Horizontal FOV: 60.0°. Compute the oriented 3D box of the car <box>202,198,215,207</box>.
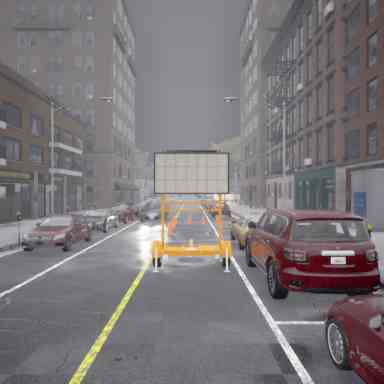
[{"bbox_3d":[2.570,1.596,52.513,1.802,1.307,4.206,0,0,0],"label":"car"}]

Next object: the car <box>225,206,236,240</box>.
[{"bbox_3d":[2.616,1.525,14.054,1.752,1.417,4.829,0,0,0],"label":"car"}]

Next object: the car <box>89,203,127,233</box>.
[{"bbox_3d":[-5.412,1.551,19.389,2.008,1.369,4.403,0,0,0],"label":"car"}]

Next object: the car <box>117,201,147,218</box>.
[{"bbox_3d":[-5.426,1.567,30.426,1.947,1.339,4.313,0,0,0],"label":"car"}]

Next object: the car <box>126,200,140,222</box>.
[{"bbox_3d":[-5.419,1.545,24.908,1.887,1.381,4.507,0,0,0],"label":"car"}]

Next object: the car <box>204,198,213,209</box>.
[{"bbox_3d":[2.591,1.584,35.958,1.802,1.307,4.206,0,0,0],"label":"car"}]

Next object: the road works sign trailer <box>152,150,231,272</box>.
[{"bbox_3d":[-0.013,0.464,10.731,2.380,3.560,2.880,0,0,0],"label":"road works sign trailer"}]

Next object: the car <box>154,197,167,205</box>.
[{"bbox_3d":[-5.463,1.601,58.020,1.802,1.307,4.206,0,0,0],"label":"car"}]

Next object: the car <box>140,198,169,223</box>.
[{"bbox_3d":[-2.781,1.492,25.428,2.128,1.511,4.902,0,0,0],"label":"car"}]

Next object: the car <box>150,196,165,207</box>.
[{"bbox_3d":[-5.456,1.454,52.501,1.967,1.590,4.097,0,0,0],"label":"car"}]

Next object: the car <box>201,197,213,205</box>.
[{"bbox_3d":[2.563,1.585,58.032,1.947,1.339,4.313,0,0,0],"label":"car"}]

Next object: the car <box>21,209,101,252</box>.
[{"bbox_3d":[-5.405,1.582,13.870,1.802,1.307,4.206,0,0,0],"label":"car"}]

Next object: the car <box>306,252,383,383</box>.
[{"bbox_3d":[2.634,1.582,2.849,1.802,1.307,4.206,0,0,0],"label":"car"}]

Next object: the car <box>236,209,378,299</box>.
[{"bbox_3d":[2.627,1.315,8.368,2.192,1.841,5.009,0,0,0],"label":"car"}]

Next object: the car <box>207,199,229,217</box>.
[{"bbox_3d":[2.599,1.583,30.441,1.802,1.307,4.206,0,0,0],"label":"car"}]

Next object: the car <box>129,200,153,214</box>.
[{"bbox_3d":[-5.434,1.553,35.944,2.008,1.369,4.403,0,0,0],"label":"car"}]

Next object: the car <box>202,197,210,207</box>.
[{"bbox_3d":[2.584,1.531,41.647,1.752,1.417,4.829,0,0,0],"label":"car"}]
